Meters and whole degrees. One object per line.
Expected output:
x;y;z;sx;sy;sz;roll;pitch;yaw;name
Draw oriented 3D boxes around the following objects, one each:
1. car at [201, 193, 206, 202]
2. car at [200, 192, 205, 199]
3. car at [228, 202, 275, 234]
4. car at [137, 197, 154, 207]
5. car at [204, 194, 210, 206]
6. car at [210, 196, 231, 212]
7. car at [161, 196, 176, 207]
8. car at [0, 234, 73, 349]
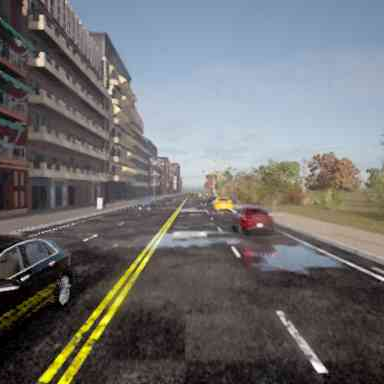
3.236;1.412;62.520;1.994;1.385;4.181;0;0;0;car
3.233;1.282;73.710;1.801;1.575;5.366;0;0;0;car
3.344;1.477;18.692;1.812;1.442;4.674;0;0;0;car
-6.562;1.426;47.832;2.033;1.411;5.357;0;0;1;car
3.238;1.375;51.520;1.837;1.490;4.892;0;0;0;car
3.342;1.383;36.937;1.882;1.535;5.008;0;-1;0;car
-3.313;1.381;48.333;1.837;1.490;4.892;0;0;1;car
-3.349;1.491;4.999;1.837;1.490;4.892;0;0;0;car
